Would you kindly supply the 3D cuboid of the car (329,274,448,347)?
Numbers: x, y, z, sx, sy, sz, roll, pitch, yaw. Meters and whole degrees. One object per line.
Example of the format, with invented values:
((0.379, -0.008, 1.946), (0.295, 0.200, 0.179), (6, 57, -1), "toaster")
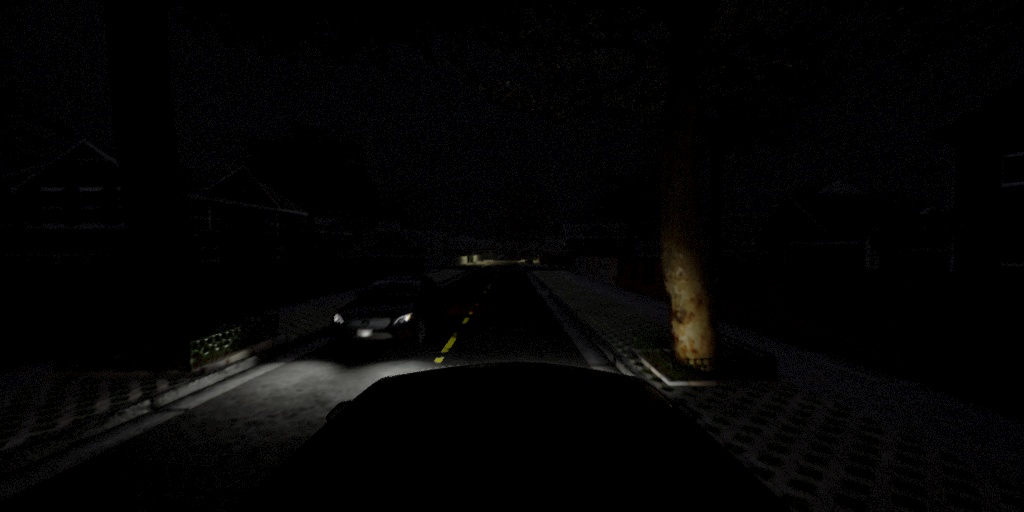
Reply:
((-2.851, 1.216, 9.280), (1.812, 1.442, 4.674), (0, 0, 0), "car")
